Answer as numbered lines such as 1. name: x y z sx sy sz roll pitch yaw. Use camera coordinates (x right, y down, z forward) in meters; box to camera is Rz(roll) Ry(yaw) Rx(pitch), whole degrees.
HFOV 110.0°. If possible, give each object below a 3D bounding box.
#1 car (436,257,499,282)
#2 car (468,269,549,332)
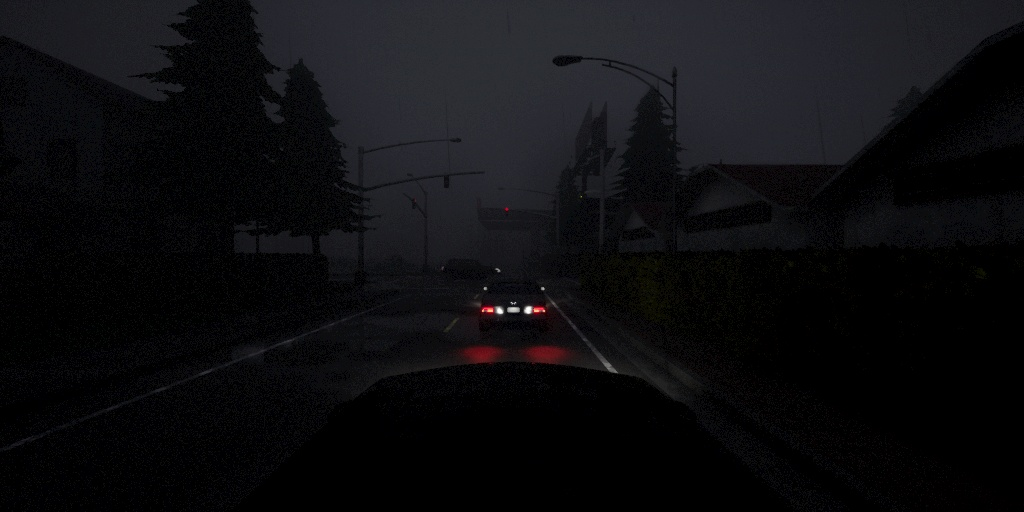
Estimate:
1. car: -2.888 0.987 26.339 4.553 1.767 2.097 1 0 0
2. car: 0.058 1.297 10.837 2.033 1.411 5.357 0 0 1
